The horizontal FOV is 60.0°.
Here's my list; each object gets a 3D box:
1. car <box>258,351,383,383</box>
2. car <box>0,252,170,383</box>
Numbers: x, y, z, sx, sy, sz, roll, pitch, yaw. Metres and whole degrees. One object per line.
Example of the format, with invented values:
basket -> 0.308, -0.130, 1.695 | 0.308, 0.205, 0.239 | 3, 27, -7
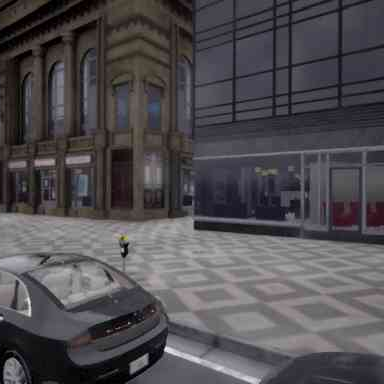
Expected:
car -> 2.273, 1.550, 1.453 | 4.403, 1.369, 2.008 | 0, 0, 36
car -> -2.325, 1.550, 4.733 | 4.403, 1.369, 2.008 | 0, 0, 36
